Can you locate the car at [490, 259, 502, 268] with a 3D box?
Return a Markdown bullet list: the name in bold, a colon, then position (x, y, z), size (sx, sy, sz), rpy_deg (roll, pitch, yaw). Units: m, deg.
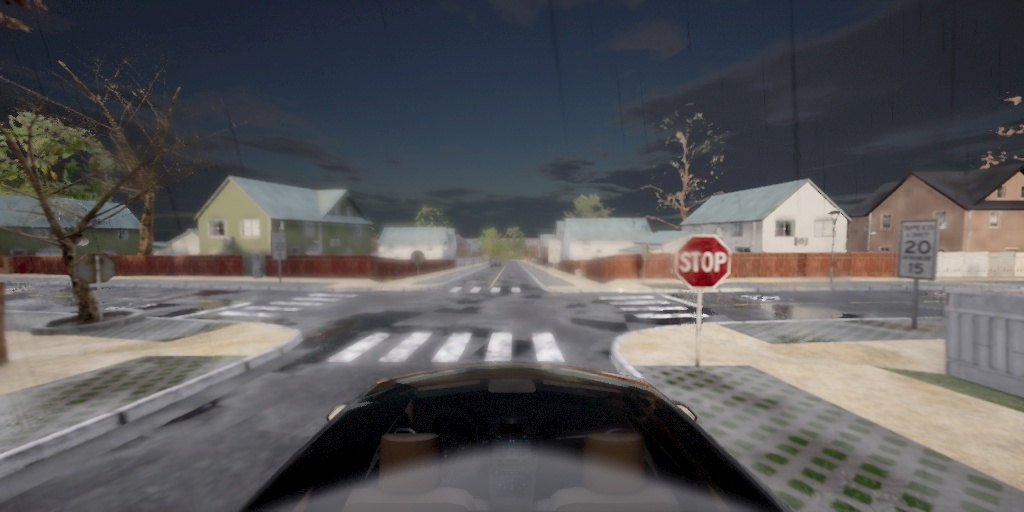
- **car**: position (-2.770, 1.318, 61.571), size (1.837, 1.490, 4.892), rpy_deg (0, -1, 0)
